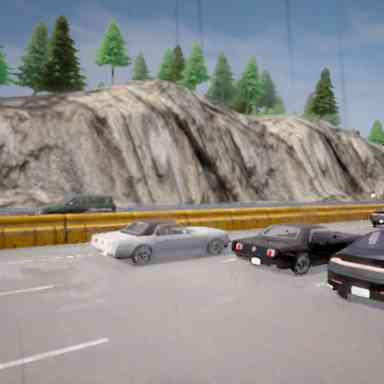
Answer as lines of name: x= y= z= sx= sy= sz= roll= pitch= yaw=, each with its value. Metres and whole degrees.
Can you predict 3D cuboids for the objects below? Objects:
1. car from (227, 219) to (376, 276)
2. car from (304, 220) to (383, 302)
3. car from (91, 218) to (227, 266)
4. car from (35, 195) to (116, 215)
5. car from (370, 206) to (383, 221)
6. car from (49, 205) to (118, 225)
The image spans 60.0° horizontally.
car: x=3.598 y=1.648 z=10.527 sx=4.718 sy=1.301 sz=1.895 roll=0 pitch=0 yaw=-35
car: x=4.913 y=1.537 z=7.175 sx=4.902 sy=1.511 sz=2.128 roll=0 pitch=0 yaw=-35
car: x=-0.908 y=1.628 z=11.643 sx=4.718 sy=1.301 sz=1.895 roll=0 pitch=0 yaw=-35
car: x=-8.131 y=1.266 z=23.797 sx=5.566 sy=2.045 sz=2.150 roll=0 pitch=0 yaw=-35
car: x=13.639 y=1.624 z=21.849 sx=4.902 sy=1.511 sz=2.128 roll=0 pitch=0 yaw=-35
car: x=-6.120 y=1.694 z=20.932 sx=4.718 sy=1.301 sz=1.895 roll=0 pitch=0 yaw=-35
